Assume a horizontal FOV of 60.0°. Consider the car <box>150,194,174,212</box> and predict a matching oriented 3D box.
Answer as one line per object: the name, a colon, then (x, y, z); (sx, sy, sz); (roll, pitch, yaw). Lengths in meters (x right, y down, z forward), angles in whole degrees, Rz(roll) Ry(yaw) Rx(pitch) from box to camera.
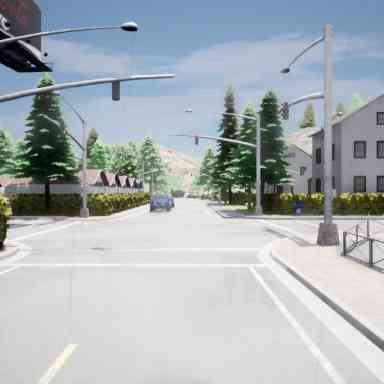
car: (-3.612, 1.221, 39.025); (2.150, 2.045, 5.566); (0, 0, 0)
